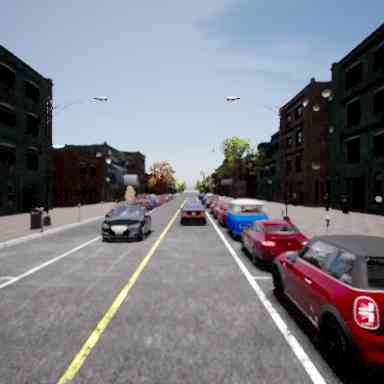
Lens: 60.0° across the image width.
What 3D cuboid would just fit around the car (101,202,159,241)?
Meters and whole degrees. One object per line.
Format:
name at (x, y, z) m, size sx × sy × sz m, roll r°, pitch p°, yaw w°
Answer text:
car at (-3.100, 1.450, 16.579) m, size 2.128 × 1.511 × 4.902 m, roll 0°, pitch 0°, yaw 0°

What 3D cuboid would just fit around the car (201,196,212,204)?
car at (2.684, 1.429, 61.143) m, size 1.802 × 1.307 × 4.206 m, roll -1°, pitch 0°, yaw 0°

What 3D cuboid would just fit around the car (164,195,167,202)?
car at (-5.696, 1.406, 55.592) m, size 1.887 × 1.381 × 4.507 m, roll -1°, pitch 0°, yaw 0°

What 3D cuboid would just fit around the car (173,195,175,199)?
car at (-5.698, 1.372, 83.333) m, size 1.802 × 1.307 × 4.206 m, roll -1°, pitch 0°, yaw 0°

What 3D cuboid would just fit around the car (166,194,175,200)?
car at (-5.699, 1.327, 88.882) m, size 2.008 × 1.369 × 4.403 m, roll -1°, pitch 0°, yaw 0°

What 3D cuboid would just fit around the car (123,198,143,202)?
car at (-5.694, 1.482, 27.850) m, size 2.008 × 1.369 × 4.403 m, roll -1°, pitch 0°, yaw 0°

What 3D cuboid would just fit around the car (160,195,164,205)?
car at (-5.697, 1.315, 50.043) m, size 1.967 × 1.590 × 4.097 m, roll -1°, pitch 0°, yaw 0°

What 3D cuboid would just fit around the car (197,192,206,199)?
car at (2.680, 1.077, 94.433) m, size 2.192 × 1.841 × 5.009 m, roll -1°, pitch 0°, yaw 0°

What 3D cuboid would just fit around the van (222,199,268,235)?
van at (2.685, 1.300, 16.756) m, size 1.690 × 1.788 × 3.998 m, roll -1°, pitch 0°, yaw 0°

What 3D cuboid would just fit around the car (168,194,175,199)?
car at (-5.698, 1.343, 94.431) m, size 1.802 × 1.307 × 4.206 m, roll -1°, pitch 0°, yaw 0°

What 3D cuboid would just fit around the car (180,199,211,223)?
car at (0.098, 1.486, 24.692) m, size 2.033 × 1.411 × 5.357 m, roll 0°, pitch 0°, yaw 0°

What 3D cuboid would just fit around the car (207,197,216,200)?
car at (2.686, 1.499, 33.401) m, size 1.802 × 1.307 × 4.206 m, roll -1°, pitch 0°, yaw 0°

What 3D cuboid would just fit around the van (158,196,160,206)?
van at (-5.698, 1.230, 44.495) m, size 1.690 × 1.788 × 3.998 m, roll -1°, pitch 0°, yaw 0°

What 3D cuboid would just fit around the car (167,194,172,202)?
car at (-5.698, 1.273, 66.688) m, size 1.967 × 1.590 × 4.097 m, roll -1°, pitch 0°, yaw 0°

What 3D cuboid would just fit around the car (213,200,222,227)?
car at (2.687, 1.489, 22.305) m, size 1.887 × 1.381 × 4.507 m, roll -1°, pitch 0°, yaw 0°

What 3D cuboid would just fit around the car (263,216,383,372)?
car at (2.686, 1.426, 5.659) m, size 1.967 × 1.590 × 4.097 m, roll -1°, pitch 0°, yaw 0°

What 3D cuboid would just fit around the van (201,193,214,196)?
van at (2.683, 1.217, 50.046) m, size 1.690 × 1.788 × 3.998 m, roll -1°, pitch 0°, yaw 0°

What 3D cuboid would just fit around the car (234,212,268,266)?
car at (2.688, 1.554, 11.208) m, size 1.802 × 1.307 × 4.206 m, roll -1°, pitch 0°, yaw 0°

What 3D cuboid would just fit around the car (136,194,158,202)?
car at (-5.697, 1.218, 38.946) m, size 2.192 × 1.841 × 5.009 m, roll -1°, pitch 0°, yaw 0°

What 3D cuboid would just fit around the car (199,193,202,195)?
car at (2.682, 1.177, 55.594) m, size 2.192 × 1.841 × 5.009 m, roll -1°, pitch 0°, yaw 0°

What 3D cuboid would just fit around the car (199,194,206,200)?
car at (2.683, 1.301, 89.054) m, size 1.752 × 1.417 × 4.829 m, roll -1°, pitch 0°, yaw 0°

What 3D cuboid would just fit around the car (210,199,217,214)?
car at (2.686, 1.513, 27.853) m, size 1.802 × 1.307 × 4.206 m, roll -1°, pitch 0°, yaw 0°

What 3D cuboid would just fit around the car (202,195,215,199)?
car at (2.685, 1.471, 44.498) m, size 1.802 × 1.307 × 4.206 m, roll -1°, pitch 0°, yaw 0°

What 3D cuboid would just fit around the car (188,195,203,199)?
car at (0.097, 1.487, 45.676) m, size 1.895 × 1.301 × 4.718 m, roll 0°, pitch 0°, yaw 0°
